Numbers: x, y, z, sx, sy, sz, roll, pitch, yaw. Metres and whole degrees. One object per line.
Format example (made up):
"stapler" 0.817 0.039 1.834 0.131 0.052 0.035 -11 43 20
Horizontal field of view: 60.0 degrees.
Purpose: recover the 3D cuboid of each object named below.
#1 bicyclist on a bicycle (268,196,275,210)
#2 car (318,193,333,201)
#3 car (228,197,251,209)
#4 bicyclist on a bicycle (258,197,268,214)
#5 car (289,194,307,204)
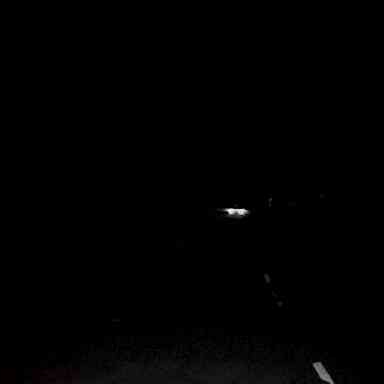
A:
"bicyclist on a bicycle" 9.223 1.308 39.082 0.866 1.612 1.509 2 1 23
"car" 28.224 1.012 70.246 1.837 1.490 4.892 3 3 38
"car" 5.919 1.319 41.102 1.994 1.385 4.181 2 1 24
"bicyclist on a bicycle" 6.877 1.368 33.111 0.582 1.620 1.656 1 1 19
"car" 18.218 1.138 57.025 1.882 1.535 5.008 3 2 36
